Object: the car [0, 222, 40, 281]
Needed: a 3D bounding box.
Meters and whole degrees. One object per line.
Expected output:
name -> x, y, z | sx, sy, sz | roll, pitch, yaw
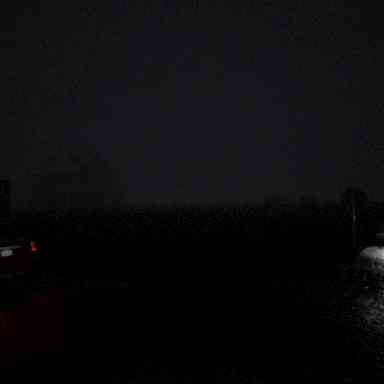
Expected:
car -> -6.448, 1.599, 9.379 | 4.553, 1.767, 2.097 | -1, -1, 30
